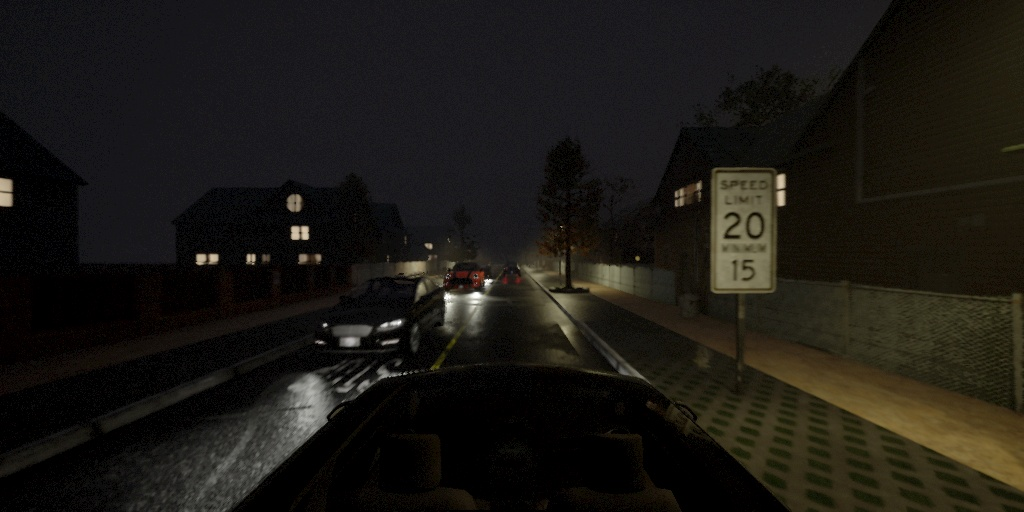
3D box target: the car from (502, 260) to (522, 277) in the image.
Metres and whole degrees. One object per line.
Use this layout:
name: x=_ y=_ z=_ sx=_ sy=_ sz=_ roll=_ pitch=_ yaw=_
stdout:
car: x=-0.012 y=1.416 z=37.603 sx=1.812 sy=1.442 sz=4.674 roll=0 pitch=0 yaw=0

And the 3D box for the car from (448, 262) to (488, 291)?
car: x=-2.853 y=1.160 z=22.380 sx=2.097 sy=1.767 sz=4.553 roll=0 pitch=0 yaw=0

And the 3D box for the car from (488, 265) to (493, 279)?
car: x=-2.831 y=1.430 z=33.794 sx=1.994 sy=1.385 sz=4.181 roll=0 pitch=0 yaw=0

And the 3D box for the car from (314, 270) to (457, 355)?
car: x=-2.853 y=1.254 z=8.761 sx=2.128 sy=1.511 sz=4.902 roll=0 pitch=0 yaw=0
